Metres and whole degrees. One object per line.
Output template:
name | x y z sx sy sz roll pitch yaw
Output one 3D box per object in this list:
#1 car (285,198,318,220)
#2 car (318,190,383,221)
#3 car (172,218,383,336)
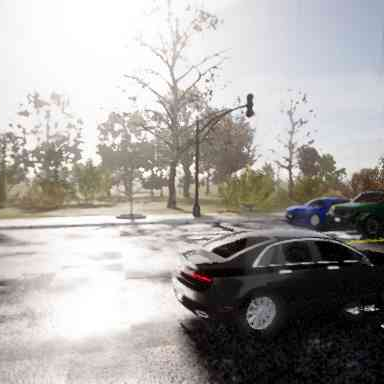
car | 7.757 1.071 19.288 5.008 1.535 1.882 0 2 -22
car | 9.355 0.932 16.389 5.566 2.045 2.150 0 2 -20
car | 2.048 1.474 6.477 4.892 1.490 1.837 0 2 -21
